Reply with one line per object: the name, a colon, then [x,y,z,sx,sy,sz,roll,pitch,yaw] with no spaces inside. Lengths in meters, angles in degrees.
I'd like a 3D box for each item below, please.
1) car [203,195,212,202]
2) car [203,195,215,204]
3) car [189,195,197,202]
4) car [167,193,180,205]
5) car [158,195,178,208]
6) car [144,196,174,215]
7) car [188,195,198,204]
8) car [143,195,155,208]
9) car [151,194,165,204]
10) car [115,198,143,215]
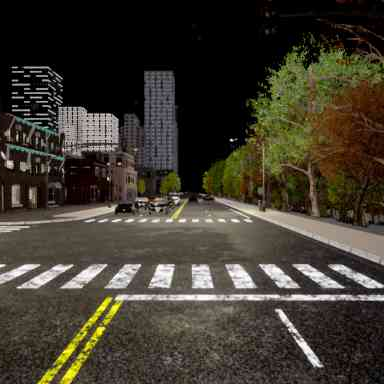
car: [3.385,1.448,74.274,1.882,1.535,5.008,0,0,0]
car: [3.468,1.467,64.005,2.128,1.511,4.902,0,0,0]
car: [0.150,1.493,75.609,1.812,1.442,4.674,0,0,0]
car: [-3.216,1.201,55.218,2.150,2.045,5.566,0,0,1]
car: [-3.253,1.489,44.493,1.837,1.490,4.892,0,0,0]
car: [-3.279,1.481,34.251,2.128,1.511,4.902,0,0,0]
car: [0.218,1.478,64.152,1.837,1.490,4.892,0,-1,0]
car: [-6.513,1.477,42.820,2.128,1.511,4.902,0,0,0]
car: [-6.437,1.328,62.632,2.097,1.767,4.553,0,0,1]
car: [-6.531,1.553,33.943,1.994,1.385,4.181,0,0,0]
